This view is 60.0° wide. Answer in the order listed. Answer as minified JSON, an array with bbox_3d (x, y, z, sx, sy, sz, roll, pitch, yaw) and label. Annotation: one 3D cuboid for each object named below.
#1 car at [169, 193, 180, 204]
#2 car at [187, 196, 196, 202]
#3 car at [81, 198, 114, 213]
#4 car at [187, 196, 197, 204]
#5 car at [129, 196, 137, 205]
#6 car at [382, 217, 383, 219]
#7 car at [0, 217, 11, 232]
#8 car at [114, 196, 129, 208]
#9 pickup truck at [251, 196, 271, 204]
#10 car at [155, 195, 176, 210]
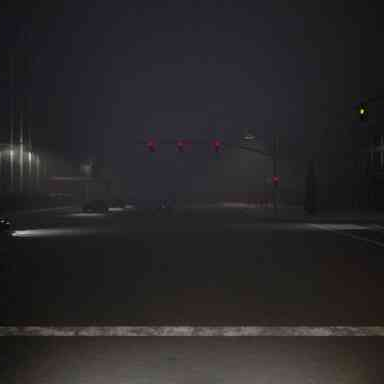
[{"bbox_3d":[-3.602,1.224,66.379,2.150,2.045,5.566,0,0,0],"label":"car"},{"bbox_3d":[-0.125,1.540,76.269,2.033,1.411,5.357,0,0,0],"label":"car"},{"bbox_3d":[-10.648,1.547,37.184,2.033,1.411,5.357,0,0,0],"label":"car"},{"bbox_3d":[-0.009,1.601,65.567,1.895,1.301,4.718,0,0,0],"label":"car"},{"bbox_3d":[-10.664,1.491,57.424,2.128,1.511,4.902,0,0,0],"label":"car"},{"bbox_3d":[15.114,1.601,21.577,4.718,1.301,1.895,0,0,0],"label":"car"},{"bbox_3d":[-11.789,1.564,17.250,4.181,1.385,1.994,0,0,-25],"label":"car"},{"bbox_3d":[-10.666,1.564,47.058,1.994,1.385,4.181,0,0,0],"label":"car"},{"bbox_3d":[13.020,1.058,61.498,2.390,2.098,6.274,0,0,30],"label":"pickup truck"},{"bbox_3d":[-3.453,1.525,42.596,1.812,1.442,4.674,0,0,0],"label":"car"}]
